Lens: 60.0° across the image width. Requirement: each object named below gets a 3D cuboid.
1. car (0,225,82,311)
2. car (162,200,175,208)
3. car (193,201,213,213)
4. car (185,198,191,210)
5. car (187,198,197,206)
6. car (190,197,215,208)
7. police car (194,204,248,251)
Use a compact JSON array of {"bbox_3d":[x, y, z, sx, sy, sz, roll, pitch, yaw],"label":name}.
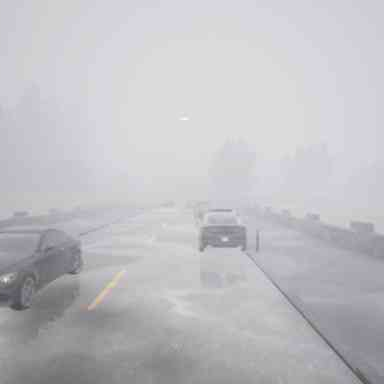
[{"bbox_3d":[-4.099,1.586,8.052,1.812,1.442,4.674,0,-1,0],"label":"car"},{"bbox_3d":[-4.021,2.022,56.876,1.895,1.301,4.718,0,0,1],"label":"car"},{"bbox_3d":[1.207,1.661,24.585,1.882,1.535,5.008,0,0,0],"label":"car"},{"bbox_3d":[0.017,1.864,50.260,2.128,1.511,4.902,0,0,0],"label":"car"},{"bbox_3d":[0.022,1.988,65.274,1.837,1.490,4.892,0,0,0],"label":"car"},{"bbox_3d":[1.156,1.527,30.557,2.097,1.767,4.553,-3,0,0],"label":"car"},{"bbox_3d":[1.204,1.535,14.696,1.930,1.638,5.238,0,0,0],"label":"police car"}]
